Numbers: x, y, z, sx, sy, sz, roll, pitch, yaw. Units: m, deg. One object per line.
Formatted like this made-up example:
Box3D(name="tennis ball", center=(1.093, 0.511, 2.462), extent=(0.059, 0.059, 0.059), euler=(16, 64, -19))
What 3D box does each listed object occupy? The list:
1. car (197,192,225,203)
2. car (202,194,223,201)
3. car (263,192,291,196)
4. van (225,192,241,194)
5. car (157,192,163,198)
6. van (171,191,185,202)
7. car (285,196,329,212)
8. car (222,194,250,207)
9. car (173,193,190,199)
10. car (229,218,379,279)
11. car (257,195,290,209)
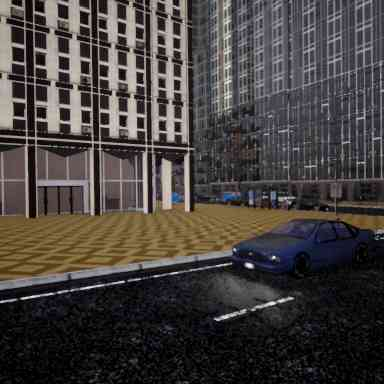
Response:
Box3D(name="car", center=(2.794, 1.102, 56.409), extent=(2.128, 1.511, 4.902), euler=(-1, 1, -34))
Box3D(name="car", center=(3.986, 1.042, 64.918), extent=(1.802, 1.307, 4.206), euler=(-1, 1, -34))
Box3D(name="car", center=(11.549, 0.975, 43.478), extent=(2.150, 2.045, 5.566), euler=(-1, 1, -34))
Box3D(name="van", center=(7.182, 0.853, 60.215), extent=(1.690, 1.788, 3.998), euler=(-1, 1, -34))
Box3D(name="car", center=(-5.606, 0.614, 79.012), extent=(2.192, 1.841, 5.009), euler=(0, 1, -34))
Box3D(name="van", center=(-2.943, 0.936, 60.203), extent=(1.690, 1.788, 3.998), euler=(0, 1, -34))
Box3D(name="car", center=(12.935, 1.422, 36.637), extent=(1.947, 1.339, 4.313), euler=(-1, 1, -34))
Box3D(name="car", center=(6.603, 1.318, 46.079), extent=(1.947, 1.339, 4.313), euler=(-1, 1, -34))
Box3D(name="car", center=(-2.408, 0.934, 74.316), extent=(1.802, 1.307, 4.206), euler=(0, 1, -34))
Box3D(name="car", center=(3.674, 1.544, 10.272), extent=(5.357, 1.411, 2.033), euler=(0, 0, -35))
Box3D(name="car", center=(9.752, 1.386, 41.348), extent=(1.802, 1.307, 4.206), euler=(-1, 1, -34))
